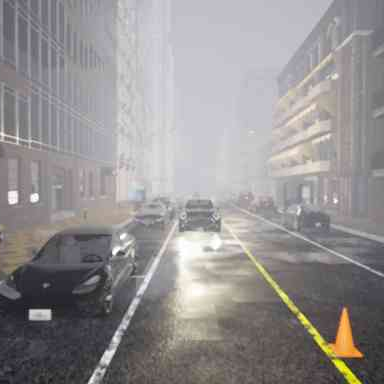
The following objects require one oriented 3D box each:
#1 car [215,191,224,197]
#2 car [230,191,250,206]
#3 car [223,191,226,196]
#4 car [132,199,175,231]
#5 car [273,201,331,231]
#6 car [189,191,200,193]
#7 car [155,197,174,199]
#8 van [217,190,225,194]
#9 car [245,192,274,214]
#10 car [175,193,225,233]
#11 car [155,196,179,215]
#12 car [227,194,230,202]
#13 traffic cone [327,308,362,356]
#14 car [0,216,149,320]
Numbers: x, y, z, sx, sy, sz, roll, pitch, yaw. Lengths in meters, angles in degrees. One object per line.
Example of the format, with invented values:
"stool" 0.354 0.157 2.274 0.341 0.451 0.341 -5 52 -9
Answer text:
"car" 6.668 0.539 80.572 1.947 1.339 4.313 0 1 0
"car" 6.361 0.791 41.033 2.192 1.841 5.009 0 1 0
"car" 6.448 0.910 52.333 1.802 1.307 4.206 0 1 0
"car" -2.196 1.292 18.509 2.008 1.369 4.403 0 1 0
"car" 6.184 1.323 18.445 2.008 1.369 4.403 0 1 0
"car" 0.881 0.583 68.314 1.882 1.535 5.008 0 1 0
"car" -2.152 1.107 24.157 1.967 1.590 4.097 0 1 0
"van" 6.624 0.385 74.921 1.690 1.788 3.998 0 1 0
"car" 6.272 1.064 29.739 1.967 1.590 4.097 0 1 0
"car" 0.393 1.113 17.760 2.097 1.767 4.553 0 1 1
"car" -2.110 1.121 29.635 1.752 1.417 4.829 0 1 0
"car" 6.403 0.984 46.685 1.802 1.307 4.206 0 1 0
"traffic cone" 2.109 1.899 4.599 0.340 0.580 0.340 0 1 0
"car" -2.284 1.458 7.214 1.947 1.339 4.313 0 1 0
